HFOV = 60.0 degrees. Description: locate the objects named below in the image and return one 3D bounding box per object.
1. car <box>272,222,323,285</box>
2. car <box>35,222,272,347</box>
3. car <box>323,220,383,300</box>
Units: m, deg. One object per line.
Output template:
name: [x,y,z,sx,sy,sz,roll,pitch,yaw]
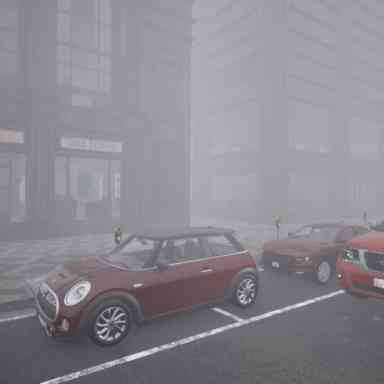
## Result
car: [3.893,1.545,9.530,4.507,1.381,1.887,0,1,-35]
car: [-0.686,1.440,6.263,4.097,1.590,1.967,0,1,-35]
car: [5.531,1.222,7.319,5.566,2.045,2.150,0,0,-35]
